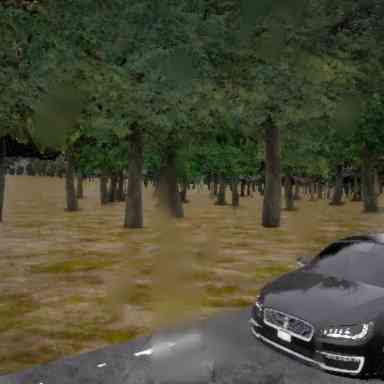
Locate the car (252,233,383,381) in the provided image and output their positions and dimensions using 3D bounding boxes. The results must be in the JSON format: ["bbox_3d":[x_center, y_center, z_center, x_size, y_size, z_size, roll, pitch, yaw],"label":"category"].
[{"bbox_3d":[3.102,1.507,5.480,4.892,1.490,1.837,0,0,-36],"label":"car"}]
